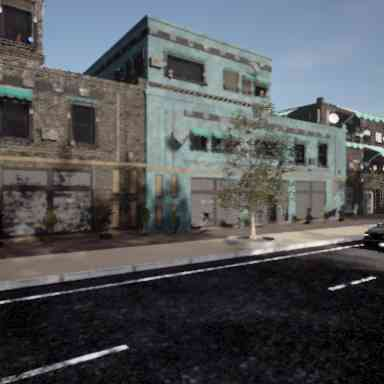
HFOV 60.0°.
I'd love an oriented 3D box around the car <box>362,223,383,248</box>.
[{"bbox_3d":[9.629,1.701,14.540,5.357,1.411,2.033,1,0,-35],"label":"car"}]
